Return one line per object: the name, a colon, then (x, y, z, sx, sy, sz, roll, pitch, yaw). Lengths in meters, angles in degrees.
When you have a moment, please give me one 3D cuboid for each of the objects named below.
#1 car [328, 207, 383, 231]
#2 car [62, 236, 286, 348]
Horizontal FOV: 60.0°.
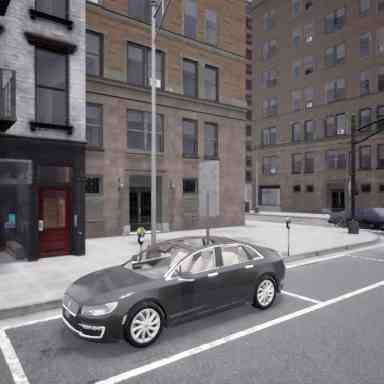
car: (10.530, 1.592, 19.348, 2.033, 1.411, 5.357, 0, 0, -26)
car: (-0.085, 1.551, 6.194, 4.403, 1.369, 2.008, 0, 0, -37)
